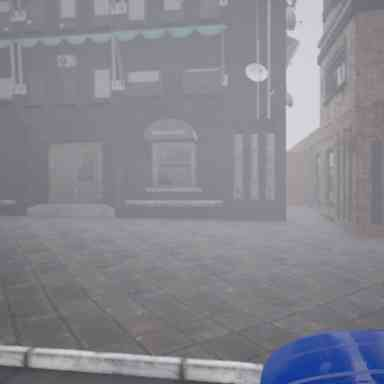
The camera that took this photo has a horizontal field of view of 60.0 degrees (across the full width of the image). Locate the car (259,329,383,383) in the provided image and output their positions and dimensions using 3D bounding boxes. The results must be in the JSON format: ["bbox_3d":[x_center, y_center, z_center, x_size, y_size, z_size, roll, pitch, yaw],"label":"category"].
[{"bbox_3d":[2.918,1.474,1.978,5.008,1.535,1.882,0,1,7],"label":"car"}]
